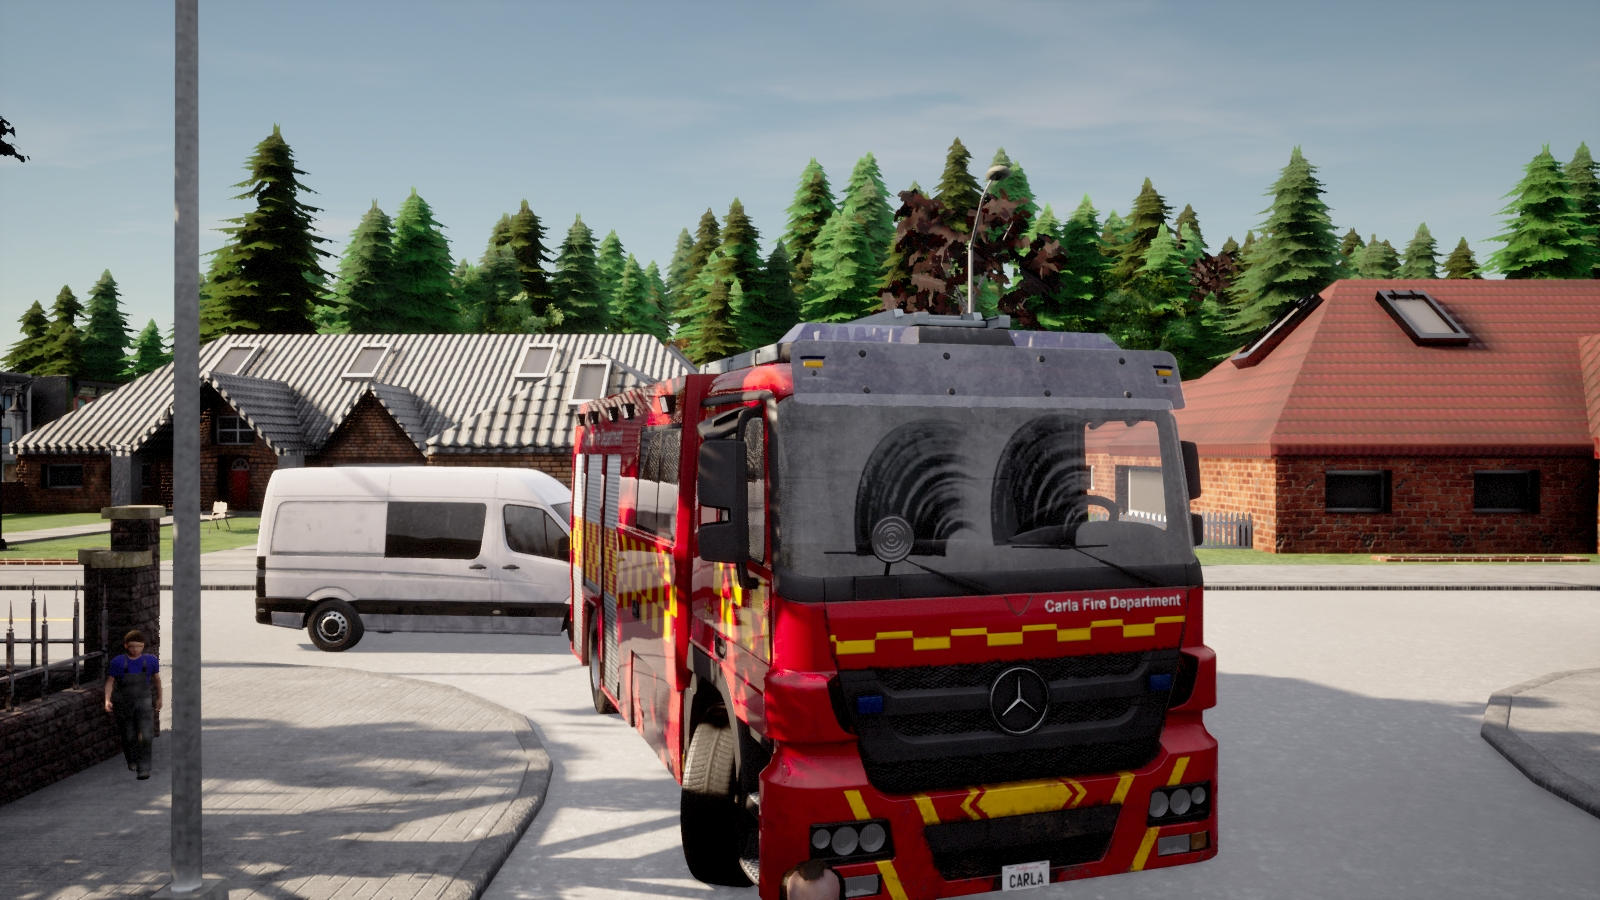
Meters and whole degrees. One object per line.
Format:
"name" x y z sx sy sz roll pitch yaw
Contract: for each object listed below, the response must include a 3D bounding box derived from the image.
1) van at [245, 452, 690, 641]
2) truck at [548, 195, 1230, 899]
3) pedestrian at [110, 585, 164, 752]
"van" -4.701 1.314 16.673 5.915 2.561 1.988 0 0 4
"truck" -0.279 0.670 10.050 2.891 3.827 8.468 0 0 -19
"pedestrian" -5.533 1.806 9.548 0.375 1.300 0.375 0 0 -28
